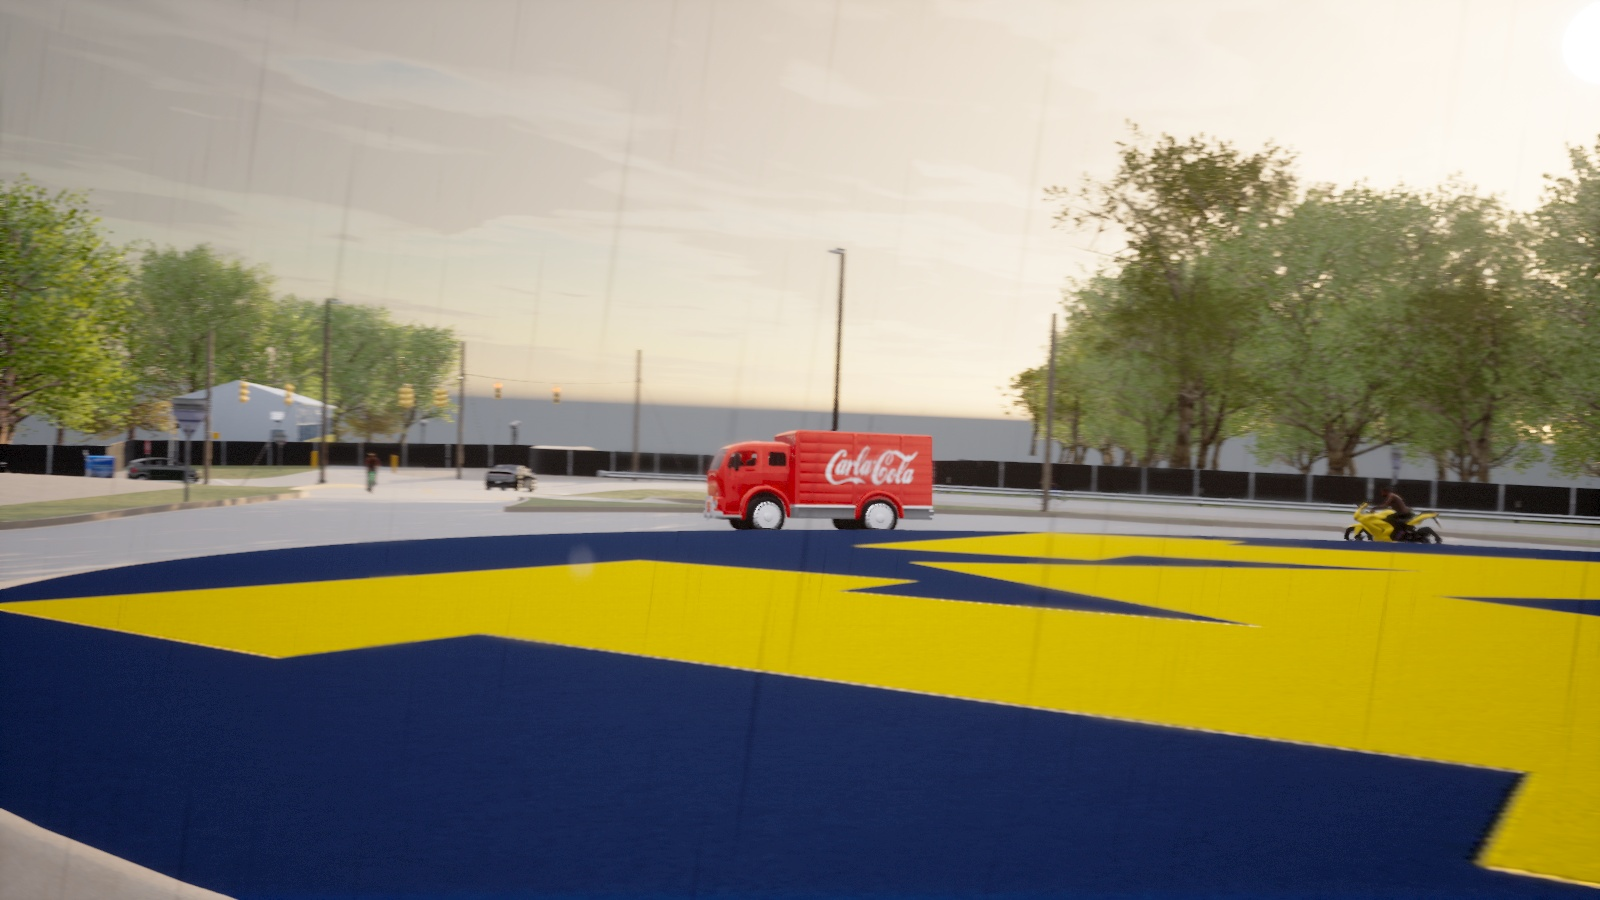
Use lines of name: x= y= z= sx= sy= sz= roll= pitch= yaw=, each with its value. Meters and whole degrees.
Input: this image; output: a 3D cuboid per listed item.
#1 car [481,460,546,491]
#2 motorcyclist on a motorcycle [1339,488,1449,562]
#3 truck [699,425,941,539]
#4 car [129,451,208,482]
car: x=-15.546 y=1.393 z=68.387 sx=2.128 sy=1.511 sz=4.902 roll=3 pitch=-1 yaw=3
motorcyclist on a motorcycle: x=13.170 y=1.648 z=27.885 sx=2.044 sy=1.523 sz=0.797 roll=1 pitch=-3 yaw=38
truck: x=0.419 y=0.806 z=29.935 sx=5.204 sy=2.467 sz=2.627 roll=2 pitch=-2 yaw=-15
car: x=-35.533 y=0.945 z=70.681 sx=3.705 sy=1.549 sz=1.789 roll=2 pitch=2 yaw=-36
